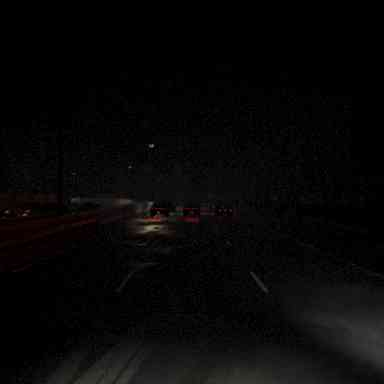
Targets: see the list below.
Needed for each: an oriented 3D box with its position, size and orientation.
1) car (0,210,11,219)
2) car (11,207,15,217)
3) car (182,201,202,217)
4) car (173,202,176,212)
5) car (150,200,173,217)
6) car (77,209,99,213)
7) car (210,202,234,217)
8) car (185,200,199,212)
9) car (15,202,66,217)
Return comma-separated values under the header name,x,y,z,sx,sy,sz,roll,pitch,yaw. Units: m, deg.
name,x,y,z,sx,sy,sz,roll,pitch,yaw
car,-10.593,1.713,14.704,2.033,1.411,5.357,0,-1,0
car,-14.060,1.673,28.655,2.097,1.767,4.553,0,-1,0
car,-0.003,1.921,37.076,1.837,1.490,4.892,0,-1,0
car,-3.500,1.887,47.806,2.097,1.767,4.553,0,-1,0
car,-3.503,1.921,37.076,1.837,1.490,4.892,0,-1,0
car,-10.535,1.891,34.450,1.837,1.490,4.892,0,-1,0
car,3.497,1.964,37.075,2.033,1.411,5.357,0,-1,0
car,0.001,2.016,47.972,1.882,1.535,5.008,0,0,0
car,-10.582,1.627,24.515,2.097,1.767,4.553,0,-1,0
